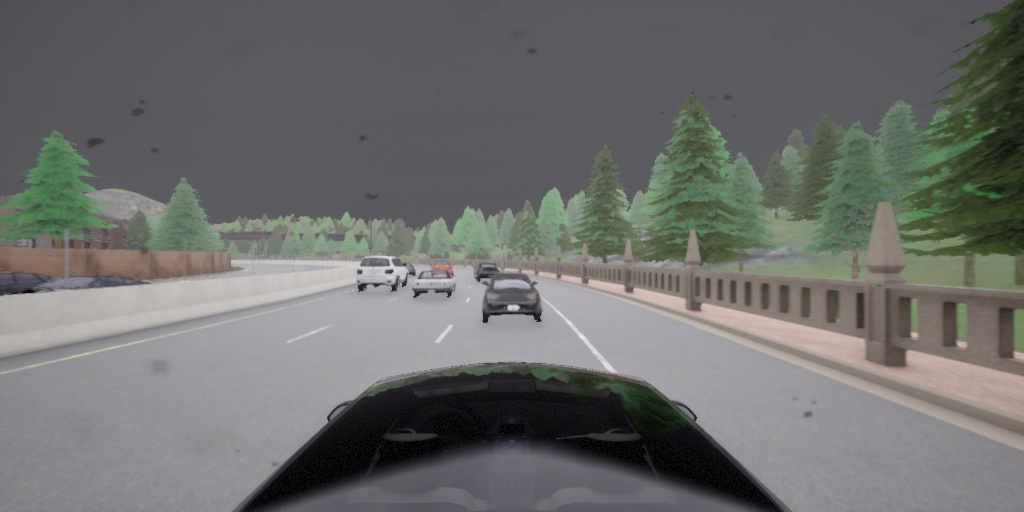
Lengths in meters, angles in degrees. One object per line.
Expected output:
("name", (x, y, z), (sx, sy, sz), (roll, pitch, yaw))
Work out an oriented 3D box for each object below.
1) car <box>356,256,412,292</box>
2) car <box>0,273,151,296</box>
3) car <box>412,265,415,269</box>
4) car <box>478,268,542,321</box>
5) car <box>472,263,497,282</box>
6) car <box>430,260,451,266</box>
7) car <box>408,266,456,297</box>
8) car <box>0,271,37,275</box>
("car", (-7.895, 1.028, 22.230), (2.150, 2.045, 5.566), (0, 0, -7))
("car", (-14.248, 1.344, 11.968), (1.994, 1.385, 4.181), (0, 0, -2))
("car", (-11.556, 1.416, 38.873), (1.994, 1.385, 4.181), (0, 0, -17))
("car", (-0.063, 1.305, 12.419), (1.812, 1.442, 4.674), (0, 0, -2))
("car", (-2.219, 1.333, 30.426), (1.837, 1.490, 4.892), (0, 0, -11))
("car", (-7.279, 1.198, 36.673), (2.097, 1.767, 4.553), (0, 0, -14))
("car", (-4.030, 1.399, 19.215), (1.895, 1.301, 4.718), (0, 0, -6))
("car", (-21.322, 1.335, 14.687), (2.033, 1.411, 5.357), (0, 0, -3))
